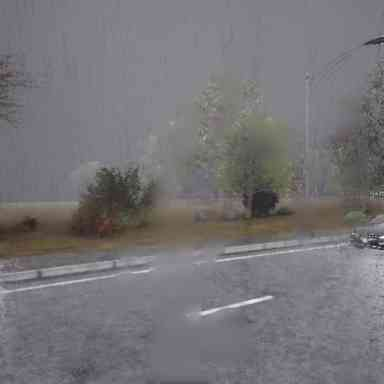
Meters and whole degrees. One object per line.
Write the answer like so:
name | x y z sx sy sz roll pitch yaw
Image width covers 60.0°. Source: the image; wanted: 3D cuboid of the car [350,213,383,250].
car | 8.221 1.459 12.857 4.892 1.490 1.837 0 0 -28
